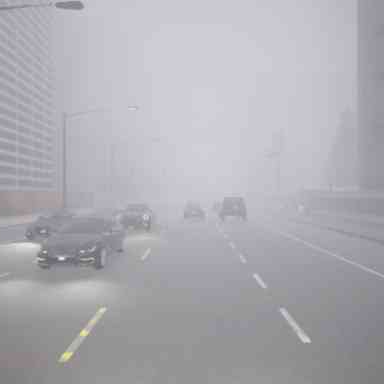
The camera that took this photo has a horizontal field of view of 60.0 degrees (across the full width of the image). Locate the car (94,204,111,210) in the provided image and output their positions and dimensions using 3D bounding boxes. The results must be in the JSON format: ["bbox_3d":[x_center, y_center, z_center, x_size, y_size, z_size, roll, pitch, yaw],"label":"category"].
[{"bbox_3d":[-6.996,1.725,27.674,1.812,1.442,4.674,0,0,1],"label":"car"}]

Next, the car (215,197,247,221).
[{"bbox_3d":[3.567,1.442,29.944,2.150,2.045,5.566,0,-1,1],"label":"car"}]

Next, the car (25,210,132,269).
[{"bbox_3d":[-3.561,1.588,11.547,1.837,1.490,4.892,0,0,0],"label":"car"}]

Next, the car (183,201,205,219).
[{"bbox_3d":[0.164,1.796,31.497,1.994,1.385,4.181,0,0,0],"label":"car"}]

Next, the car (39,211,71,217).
[{"bbox_3d":[-7.044,1.691,17.747,1.994,1.385,4.181,0,0,1],"label":"car"}]

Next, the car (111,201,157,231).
[{"bbox_3d":[-3.526,1.510,21.706,2.097,1.767,4.553,0,0,0],"label":"car"}]

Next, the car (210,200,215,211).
[{"bbox_3d":[3.648,1.841,45.241,1.837,1.490,4.892,0,0,1],"label":"car"}]
